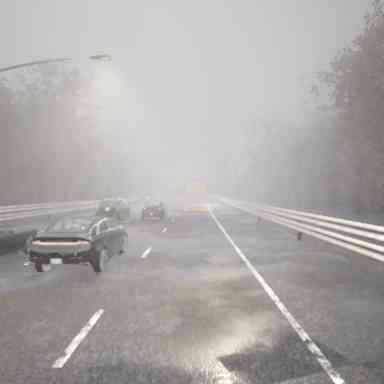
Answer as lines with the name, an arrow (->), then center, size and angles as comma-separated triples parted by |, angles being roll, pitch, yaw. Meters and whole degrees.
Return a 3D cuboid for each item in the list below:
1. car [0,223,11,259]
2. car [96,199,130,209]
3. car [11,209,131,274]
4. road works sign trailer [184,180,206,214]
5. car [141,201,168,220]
car -> -6.843, 1.632, 10.751 | 1.895, 1.301, 4.718 | 0, 0, 0
car -> -6.656, 1.409, 28.417 | 2.097, 1.767, 4.553 | 0, 0, 1
car -> -3.362, 1.515, 10.701 | 2.128, 1.511, 4.902 | 0, 0, 0
road works sign trailer -> 0.376, 0.533, 36.014 | 2.380, 3.560, 2.880 | 0, 0, 2
car -> -3.151, 1.549, 28.739 | 2.128, 1.511, 4.902 | 0, 0, 1
